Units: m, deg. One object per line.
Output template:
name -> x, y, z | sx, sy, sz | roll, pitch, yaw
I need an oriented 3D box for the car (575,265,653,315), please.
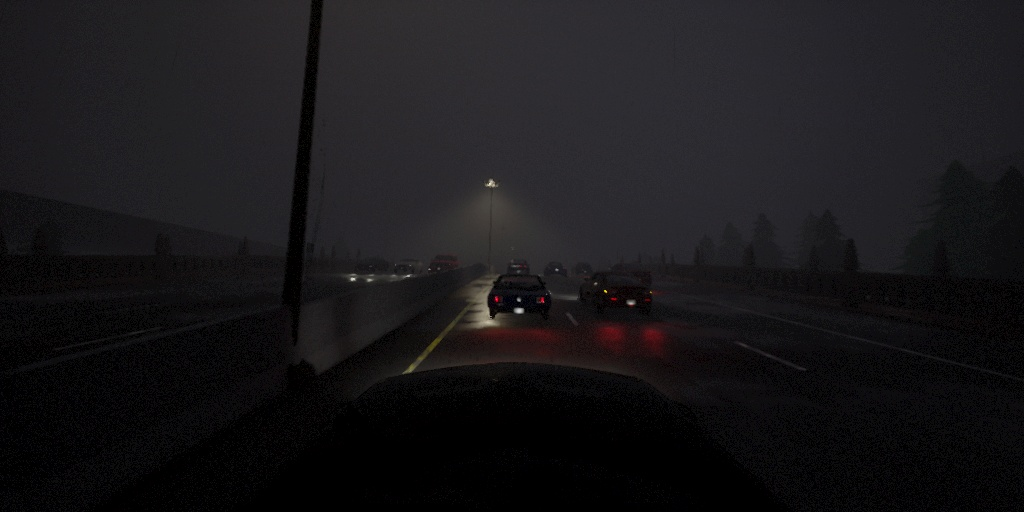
car -> 3.768, 1.252, 13.511 | 1.812, 1.442, 4.674 | 1, 1, 1

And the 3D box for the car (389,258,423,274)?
car -> -9.978, 0.880, 34.915 | 1.812, 1.442, 4.674 | 1, -1, 1

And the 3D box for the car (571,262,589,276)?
car -> 7.700, 1.487, 40.002 | 1.837, 1.490, 4.892 | 1, -2, 1

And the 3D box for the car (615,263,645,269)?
car -> 7.432, 1.195, 23.355 | 1.882, 1.535, 5.008 | 1, 1, 1

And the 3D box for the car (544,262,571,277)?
car -> 4.115, 1.280, 34.634 | 1.994, 1.385, 4.181 | 1, -1, 1

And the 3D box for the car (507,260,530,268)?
car -> 0.561, 1.070, 31.143 | 2.128, 1.511, 4.902 | 1, -1, 1

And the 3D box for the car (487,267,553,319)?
car -> 0.250, 1.267, 12.529 | 1.895, 1.301, 4.718 | 1, 0, 1

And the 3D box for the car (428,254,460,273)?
car -> -6.477, 0.838, 34.832 | 2.150, 2.045, 5.566 | 1, -1, 1

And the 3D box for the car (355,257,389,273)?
car -> -13.477, 0.854, 34.969 | 1.882, 1.535, 5.008 | 1, -1, 1
